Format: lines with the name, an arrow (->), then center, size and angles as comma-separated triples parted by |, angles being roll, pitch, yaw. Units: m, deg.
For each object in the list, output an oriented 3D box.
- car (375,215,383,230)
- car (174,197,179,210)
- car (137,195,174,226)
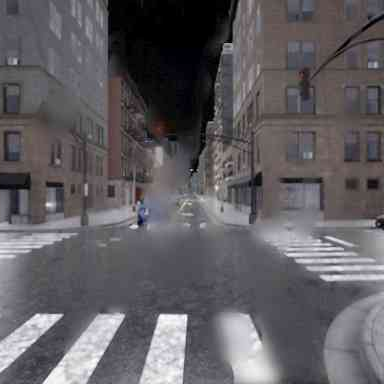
car -> 12.163, 1.447, 17.644 | 4.507, 1.381, 1.887 | -1, 0, 0
car -> -3.029, 1.592, 40.794 | 1.895, 1.301, 4.718 | 0, 0, 0
car -> -2.639, 1.225, 23.584 | 2.150, 2.045, 5.566 | 0, 0, -5
